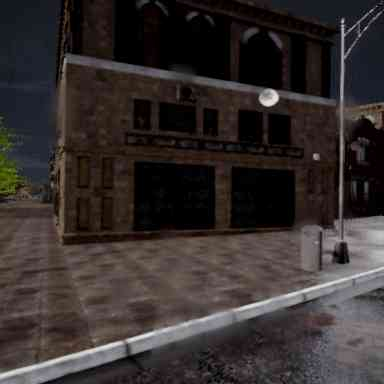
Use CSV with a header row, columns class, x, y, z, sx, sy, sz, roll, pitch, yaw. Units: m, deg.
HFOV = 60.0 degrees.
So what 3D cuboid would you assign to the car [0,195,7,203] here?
class,x,y,z,sx,sy,sz,roll,pitch,yaw
car,-44.652,1.597,77.696,2.192,1.841,5.009,1,-1,-23
